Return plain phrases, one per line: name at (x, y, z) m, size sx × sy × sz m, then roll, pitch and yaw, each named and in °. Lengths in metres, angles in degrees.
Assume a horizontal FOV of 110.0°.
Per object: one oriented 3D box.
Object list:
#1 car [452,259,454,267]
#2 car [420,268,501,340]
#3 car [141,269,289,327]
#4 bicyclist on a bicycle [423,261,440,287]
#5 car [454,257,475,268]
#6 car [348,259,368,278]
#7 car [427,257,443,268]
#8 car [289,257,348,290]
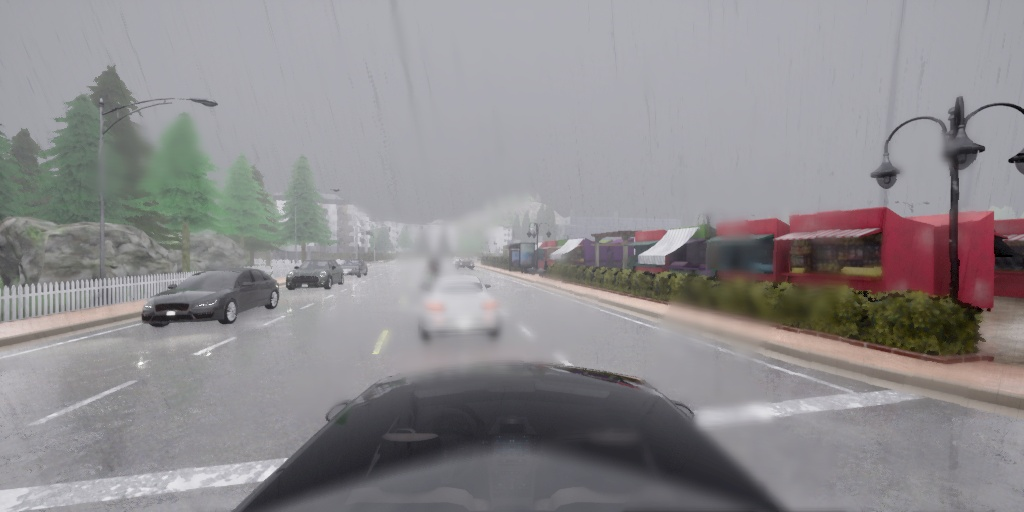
car at (-7.706, 0.905, 52.624) m, size 1.812 × 1.442 × 4.674 m, roll 0°, pitch 0°, yaw -13°
car at (-1.487, 1.225, 9.761) m, size 1.812 × 1.442 × 4.674 m, roll 0°, pitch 0°, yaw -12°
car at (-9.201, 1.190, 11.465) m, size 1.837 × 1.490 × 4.892 m, roll 0°, pitch 0°, yaw -13°
bicyclist on a bicycle at (-4.333, 1.078, 19.607) m, size 0.582 × 1.620 × 1.656 m, roll 0°, pitch 1°, yaw 25°
car at (-5.677, 1.047, 43.744) m, size 1.895 × 1.301 × 4.718 m, roll 0°, pitch 0°, yaw -13°
car at (-13.627, 1.033, 30.681) m, size 2.128 × 1.511 × 4.902 m, roll 0°, pitch 0°, yaw -13°
car at (-10.919, 0.897, 50.798) m, size 1.837 × 1.490 × 4.892 m, roll 0°, pitch 0°, yaw -13°
car at (-11.417, 0.965, 21.062) m, size 2.097 × 1.767 × 4.553 m, roll 0°, pitch 0°, yaw -13°
